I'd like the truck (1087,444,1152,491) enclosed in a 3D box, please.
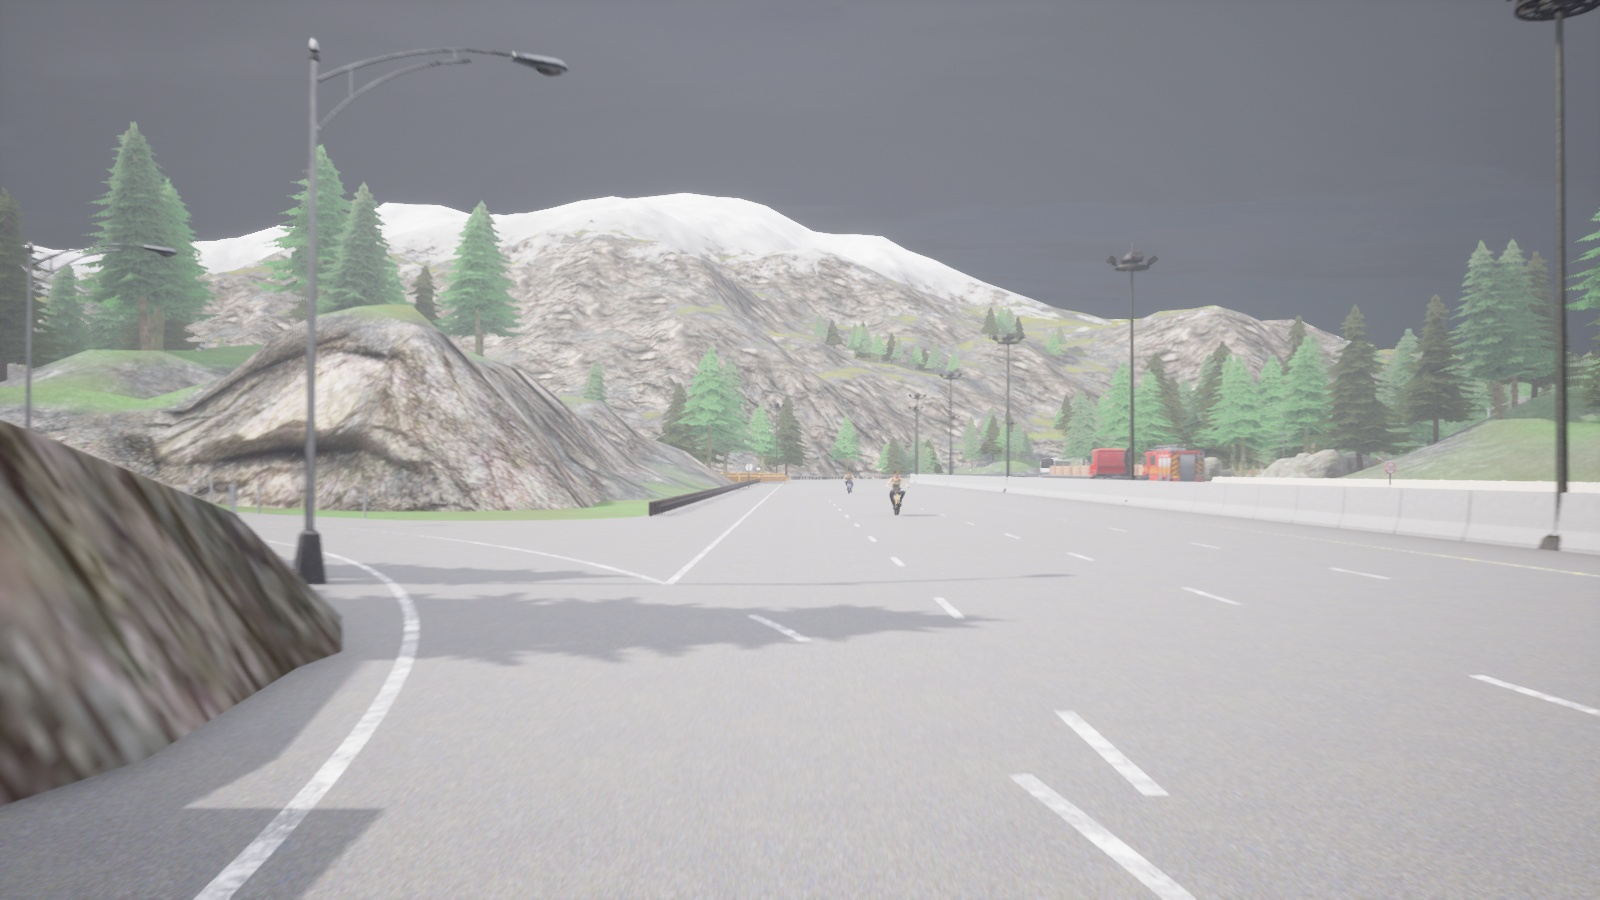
[{"bbox_3d":[24.264,1.332,95.713,2.891,3.462,7.936,0,-1,0],"label":"truck"}]
